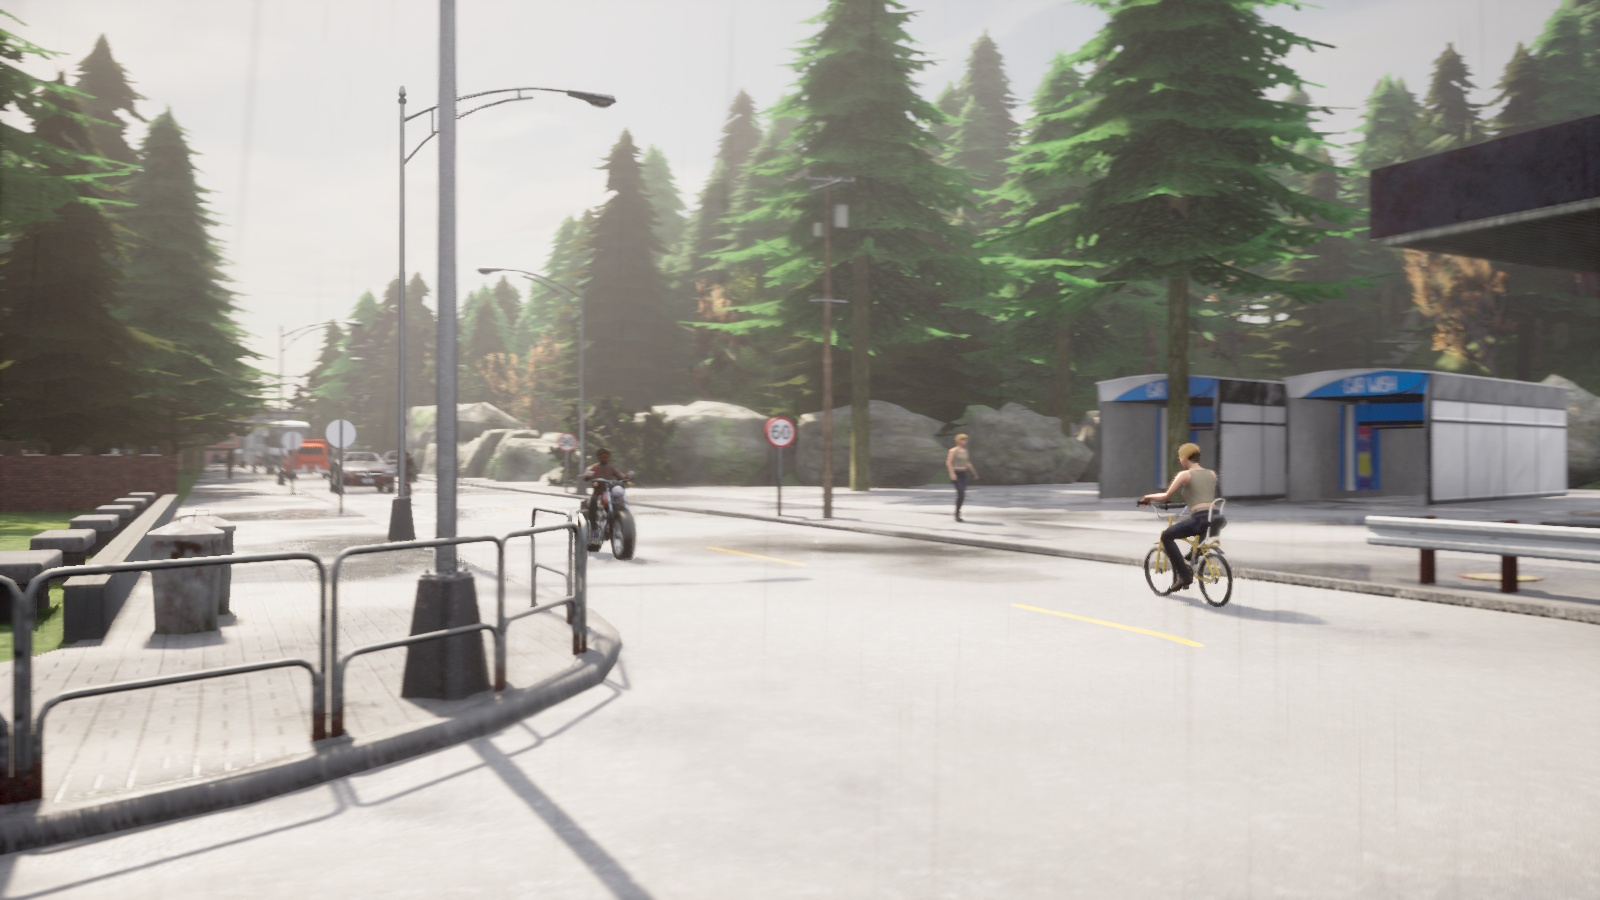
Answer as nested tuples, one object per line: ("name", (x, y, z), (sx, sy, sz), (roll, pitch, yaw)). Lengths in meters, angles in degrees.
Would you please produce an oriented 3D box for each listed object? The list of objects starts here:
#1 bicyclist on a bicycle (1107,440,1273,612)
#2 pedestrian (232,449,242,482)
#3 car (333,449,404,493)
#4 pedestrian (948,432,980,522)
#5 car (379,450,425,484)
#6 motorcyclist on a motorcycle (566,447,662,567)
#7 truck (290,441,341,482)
("bicyclist on a bicycle", (3.913, 0.720, 12.725), (0.866, 1.612, 1.509), (-1, 0, -17))
("pedestrian", (-32.833, 0.894, 73.183), (0.396, 1.930, 0.692), (0, 0, -13))
("car", (-17.099, 0.800, 49.586), (2.152, 1.651, 5.027), (0, 0, -25))
("pedestrian", (3.387, 0.551, 25.954), (0.345, 1.836, 0.594), (0, 0, -35))
("car", (-22.513, 0.951, 70.987), (1.932, 1.855, 4.605), (0, 0, -25))
("motorcyclist on a motorcycle", (-2.765, 0.784, 18.425), (0.766, 1.649, 2.350), (0, 0, -25))
("truck", (-30.179, 0.711, 78.112), (2.627, 2.467, 5.204), (0, 0, -25))
